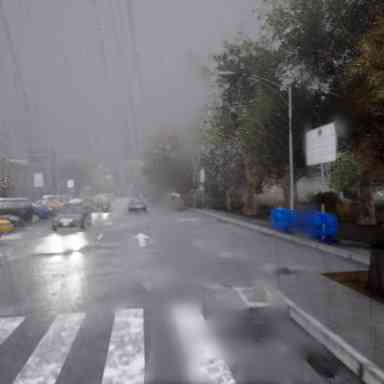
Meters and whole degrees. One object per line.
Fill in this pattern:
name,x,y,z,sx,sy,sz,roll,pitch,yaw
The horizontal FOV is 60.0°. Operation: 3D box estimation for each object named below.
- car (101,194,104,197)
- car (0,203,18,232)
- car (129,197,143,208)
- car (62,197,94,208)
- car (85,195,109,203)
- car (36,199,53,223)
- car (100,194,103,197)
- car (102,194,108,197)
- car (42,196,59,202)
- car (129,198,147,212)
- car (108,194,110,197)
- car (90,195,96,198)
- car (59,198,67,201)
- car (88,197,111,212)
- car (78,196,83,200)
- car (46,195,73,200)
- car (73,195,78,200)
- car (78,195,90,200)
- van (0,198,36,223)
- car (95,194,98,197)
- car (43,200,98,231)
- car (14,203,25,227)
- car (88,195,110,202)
car,-20.835,1.738,66.884,4.674,1.452,2.002,-2,0,-30
car,-11.956,1.632,16.679,5.366,1.575,1.946,-2,0,-30
car,-8.304,1.559,49.467,1.994,1.385,4.181,-1,0,-10
car,-18.778,1.704,55.052,4.674,1.452,2.002,-2,1,-30
car,-23.276,1.743,81.753,5.366,1.575,1.946,-2,0,-30
car,-13.665,1.638,25.460,5.008,1.535,2.097,-2,1,-30
car,-20.293,1.716,63.941,4.792,1.488,2.163,-2,0,-30
car,-22.396,1.731,75.748,4.892,1.521,2.231,-2,0,-30
car,-14.223,1.514,28.411,4.553,1.767,2.185,-2,0,-30
car,-6.330,1.546,38.552,1.994,1.385,4.181,-1,0,-11
car,-22.751,1.732,78.797,5.366,1.575,1.946,-2,0,-30
car,-17.603,1.644,49.231,5.366,1.575,1.946,-2,0,-30
car,-14.701,1.678,31.382,4.674,1.452,2.002,-2,0,-30
car,-10.513,1.622,38.599,1.994,1.385,4.181,-1,0,-10
car,-16.211,1.671,40.278,4.792,1.488,2.163,-2,0,-30
car,-15.185,1.512,34.351,4.553,1.767,2.185,-2,1,-30
car,-15.696,1.513,37.309,4.553,1.767,2.185,-2,1,-30
car,-16.728,1.392,43.234,5.566,2.045,2.435,-2,0,-30
van,-13.262,1.417,22.439,4.442,1.987,1.878,-2,1,-30
car,-18.271,1.406,52.118,5.566,2.045,2.435,-2,0,-30
car,-7.585,1.550,21.318,2.128,1.511,4.902,-1,0,-10
car,-12.643,1.680,19.545,4.674,1.452,2.002,-2,0,-30
car,-25.185,1.779,90.438,5.366,1.575,1.946,-2,1,-30
